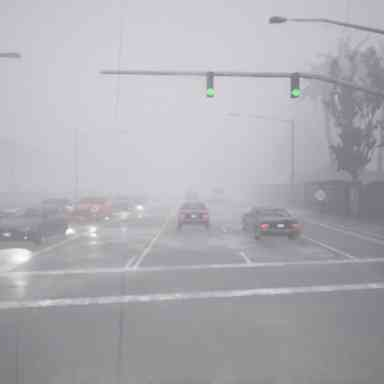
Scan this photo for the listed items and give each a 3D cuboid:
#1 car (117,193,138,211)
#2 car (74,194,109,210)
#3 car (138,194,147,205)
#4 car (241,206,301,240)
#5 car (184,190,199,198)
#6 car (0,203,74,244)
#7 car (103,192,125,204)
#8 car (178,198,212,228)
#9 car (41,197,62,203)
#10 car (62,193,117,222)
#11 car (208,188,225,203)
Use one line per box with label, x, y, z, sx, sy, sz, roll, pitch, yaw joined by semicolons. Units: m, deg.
car;-7.020;1.033;33.272;1.837;1.490;4.892;0;1;0
car;-10.521;1.030;35.344;2.033;1.411;5.357;0;1;0
car;-7.026;0.900;43.256;1.895;1.301;4.718;0;1;0
car;3.592;1.379;15.989;2.033;1.411;5.357;0;1;0
car;-0.024;0.534;48.018;2.097;1.767;4.553;0;1;0
car;-7.094;1.412;14.746;1.994;1.385;4.181;0;1;0
car;-10.528;0.811;45.324;1.994;1.385;4.181;0;1;0
car;0.089;1.311;20.119;2.033;1.411;5.357;0;1;0
car;-10.537;1.184;25.481;1.837;1.490;4.892;0;1;0
car;-7.058;1.064;23.420;2.097;1.767;4.553;0;1;0
car;3.471;0.422;47.308;2.150;2.045;5.566;0;1;0
